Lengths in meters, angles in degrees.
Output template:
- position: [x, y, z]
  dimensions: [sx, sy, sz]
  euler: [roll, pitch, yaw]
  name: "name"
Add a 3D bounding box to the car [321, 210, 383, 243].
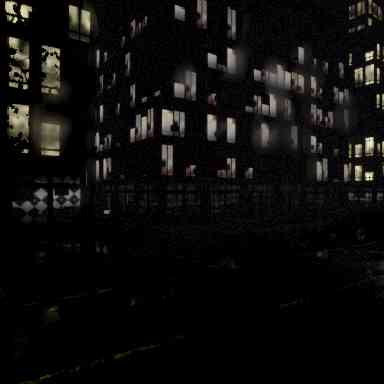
- position: [8.140, 1.563, 16.226]
  dimensions: [4.313, 1.339, 1.947]
  euler: [0, 0, -36]
  name: "car"
